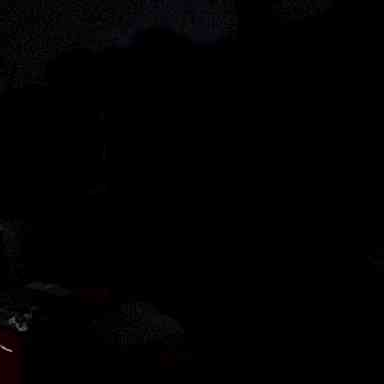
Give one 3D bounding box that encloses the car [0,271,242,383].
[{"bbox_3d":[-1.469,1.615,3.867,4.206,1.307,1.802,-1,-1,36],"label":"car"}]
